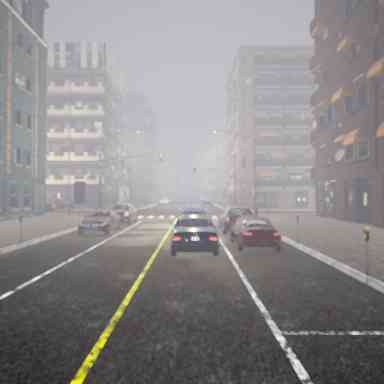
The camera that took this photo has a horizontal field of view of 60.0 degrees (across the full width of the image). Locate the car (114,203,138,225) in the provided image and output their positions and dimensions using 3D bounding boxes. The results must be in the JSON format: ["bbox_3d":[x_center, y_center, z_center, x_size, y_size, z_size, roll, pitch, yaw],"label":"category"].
[{"bbox_3d":[-5.307,1.573,25.084,1.967,1.590,4.097,1,0,0],"label":"car"}]

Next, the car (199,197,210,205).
[{"bbox_3d":[2.594,1.799,68.995,1.967,1.590,4.097,1,0,0],"label":"car"}]

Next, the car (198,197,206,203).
[{"bbox_3d":[2.598,1.990,86.007,1.887,1.381,4.507,1,0,0],"label":"car"}]

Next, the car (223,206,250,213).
[{"bbox_3d":[2.580,1.544,19.555,1.967,1.590,4.097,1,0,0],"label":"car"}]

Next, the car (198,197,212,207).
[{"bbox_3d":[2.590,1.852,57.652,2.008,1.369,4.403,1,0,0],"label":"car"}]

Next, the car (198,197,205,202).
[{"bbox_3d":[2.599,2.025,91.677,2.008,1.369,4.403,1,0,0],"label":"car"}]

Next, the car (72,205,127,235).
[{"bbox_3d":[-5.306,1.685,19.534,1.802,1.307,4.206,1,0,0],"label":"car"}]

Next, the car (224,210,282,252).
[{"bbox_3d":[2.577,1.657,14.005,1.802,1.307,4.206,1,0,0],"label":"car"}]

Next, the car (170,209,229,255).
[{"bbox_3d":[0.103,1.619,13.536,2.033,1.411,5.357,0,0,0],"label":"car"}]

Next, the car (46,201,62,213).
[{"bbox_3d":[-17.552,1.426,36.599,5.009,1.841,2.192,0,-1,0],"label":"car"}]

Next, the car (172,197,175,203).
[{"bbox_3d":[-5.286,1.912,74.467,1.752,1.417,4.829,1,0,0],"label":"car"}]

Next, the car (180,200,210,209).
[{"bbox_3d":[0.099,1.606,24.302,1.882,1.535,5.008,0,0,0],"label":"car"}]

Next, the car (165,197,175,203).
[{"bbox_3d":[-5.285,1.982,80.308,1.947,1.339,4.313,1,0,0],"label":"car"}]

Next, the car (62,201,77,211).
[{"bbox_3d":[-17.612,1.815,44.473,4.313,1.339,1.947,0,-1,0],"label":"car"}]

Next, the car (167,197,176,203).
[{"bbox_3d":[-5.283,1.990,85.979,1.887,1.381,4.507,1,0,0],"label":"car"}]

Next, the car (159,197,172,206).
[{"bbox_3d":[-5.289,1.854,63.126,1.752,1.417,4.829,1,0,0],"label":"car"}]
